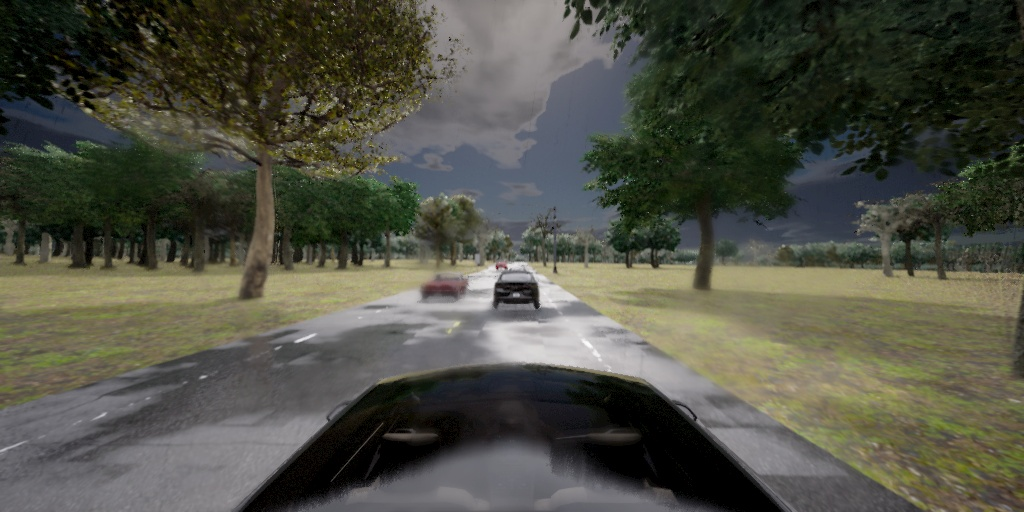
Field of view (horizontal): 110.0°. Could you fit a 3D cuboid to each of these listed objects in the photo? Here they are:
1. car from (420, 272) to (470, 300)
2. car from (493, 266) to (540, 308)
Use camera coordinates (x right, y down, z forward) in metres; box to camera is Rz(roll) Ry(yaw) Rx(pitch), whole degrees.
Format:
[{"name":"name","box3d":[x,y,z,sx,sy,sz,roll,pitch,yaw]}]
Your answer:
[{"name":"car","box3d":[-3.469,1.551,19.207,1.895,1.301,4.718,0,-1,1]},{"name":"car","box3d":[0.208,1.394,16.364,1.882,1.535,5.008,0,-1,1]}]
